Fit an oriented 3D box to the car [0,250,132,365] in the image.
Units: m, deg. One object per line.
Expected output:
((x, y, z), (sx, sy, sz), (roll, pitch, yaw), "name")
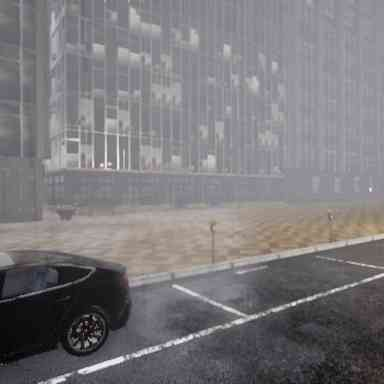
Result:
((-2.929, 1.566, 4.464), (4.313, 1.339, 1.947), (-1, 1, -35), "car")
